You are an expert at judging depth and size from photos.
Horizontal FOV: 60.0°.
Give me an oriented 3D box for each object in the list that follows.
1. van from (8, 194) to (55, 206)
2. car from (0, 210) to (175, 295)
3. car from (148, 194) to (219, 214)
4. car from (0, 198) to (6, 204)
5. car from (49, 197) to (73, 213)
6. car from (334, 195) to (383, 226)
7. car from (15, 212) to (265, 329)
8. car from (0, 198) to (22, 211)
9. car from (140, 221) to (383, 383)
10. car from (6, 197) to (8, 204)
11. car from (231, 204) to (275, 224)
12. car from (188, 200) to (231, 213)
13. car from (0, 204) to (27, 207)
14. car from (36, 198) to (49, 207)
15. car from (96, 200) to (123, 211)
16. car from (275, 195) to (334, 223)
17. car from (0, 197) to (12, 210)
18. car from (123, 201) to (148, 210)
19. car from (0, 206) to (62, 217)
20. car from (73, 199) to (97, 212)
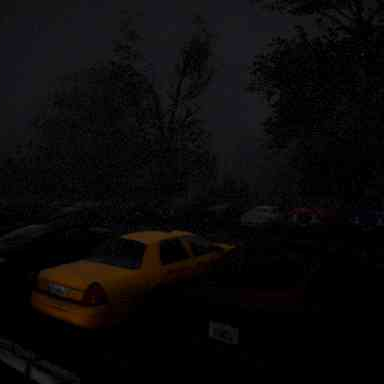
[{"bbox_3d":[-15.829,1.211,33.971,1.878,1.987,4.442,0,0,36],"label":"van"},{"bbox_3d":[-2.905,1.449,8.551,2.097,1.535,5.008,0,0,35],"label":"car"},{"bbox_3d":[-0.036,1.189,22.538,2.435,2.045,5.566,0,0,35],"label":"car"},{"bbox_3d":[-12.018,1.186,15.084,2.435,2.045,5.566,0,0,35],"label":"car"},{"bbox_3d":[-9.200,1.435,28.873,1.946,1.575,5.366,0,0,35],"label":"car"},{"bbox_3d":[8.937,1.215,16.145,2.435,2.045,5.566,0,0,35],"label":"car"},{"bbox_3d":[-0.514,1.454,7.081,1.946,1.575,5.366,0,0,35],"label":"car"},{"bbox_3d":[-22.689,1.493,38.732,2.002,1.452,4.674,0,0,36],"label":"car"},{"bbox_3d":[1.678,1.496,5.328,2.163,1.488,4.792,0,0,35],"label":"car"},{"bbox_3d":[-18.178,1.314,35.467,2.185,1.767,4.553,0,0,36],"label":"car"},{"bbox_3d":[4.415,1.490,19.398,2.002,1.452,4.674,0,0,35],"label":"car"},{"bbox_3d":[2.247,1.445,20.940,2.097,1.535,5.008,0,0,35],"label":"car"},{"bbox_3d":[-9.751,1.439,13.428,2.231,1.521,4.892,0,0,36],"label":"car"},{"bbox_3d":[-11.362,1.478,30.639,2.002,1.452,4.674,0,0,35],"label":"car"},{"bbox_3d":[-4.572,1.468,25.768,2.163,1.488,4.792,0,0,35],"label":"car"},{"bbox_3d":[6.769,1.206,17.689,2.435,2.045,5.566,0,0,35],"label":"car"},{"bbox_3d":[-24.954,1.463,40.355,2.097,1.535,5.008,0,0,36],"label":"car"},{"bbox_3d":[-2.270,1.468,24.199,2.163,1.488,4.792,0,0,35],"label":"car"},{"bbox_3d":[-7.487,1.469,11.785,2.163,1.488,4.792,0,0,35],"label":"car"},{"bbox_3d":[-6.827,1.438,27.403,2.097,1.535,5.008,0,0,35],"label":"car"}]
